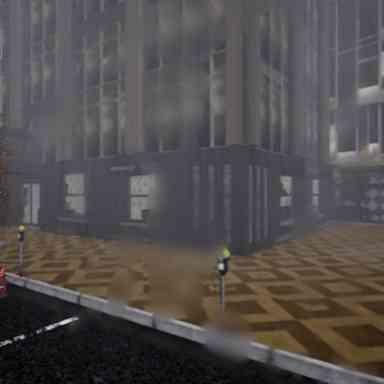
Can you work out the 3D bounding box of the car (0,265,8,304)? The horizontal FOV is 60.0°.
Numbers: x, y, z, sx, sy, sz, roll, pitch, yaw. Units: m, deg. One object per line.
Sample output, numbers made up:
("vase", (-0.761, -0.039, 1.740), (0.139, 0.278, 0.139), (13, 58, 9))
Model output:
("car", (-5.277, 1.589, 6.638), (4.206, 1.307, 1.802), (0, 0, 36))
